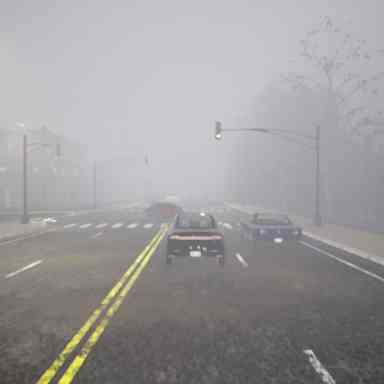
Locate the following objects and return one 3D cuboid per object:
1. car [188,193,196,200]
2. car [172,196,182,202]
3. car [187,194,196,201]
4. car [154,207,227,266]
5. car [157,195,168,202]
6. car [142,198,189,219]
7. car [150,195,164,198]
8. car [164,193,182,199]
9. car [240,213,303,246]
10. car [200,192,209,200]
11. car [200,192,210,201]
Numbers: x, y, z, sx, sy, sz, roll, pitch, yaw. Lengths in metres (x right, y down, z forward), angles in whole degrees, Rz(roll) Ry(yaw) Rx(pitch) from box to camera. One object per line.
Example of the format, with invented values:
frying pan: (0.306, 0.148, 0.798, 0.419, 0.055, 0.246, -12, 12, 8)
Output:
car: (-0.028, 1.156, 87.014, 1.882, 1.535, 5.008, 0, 0, 0)
car: (-3.272, 1.467, 73.650, 1.895, 1.301, 4.718, 0, 0, 0)
car: (-0.026, 1.335, 76.596, 1.882, 1.535, 5.008, 0, 0, 0)
car: (0.097, 1.473, 11.498, 2.128, 1.511, 4.902, 0, 0, 0)
car: (-6.524, 1.425, 73.163, 1.994, 1.385, 4.181, 0, 0, 0)
car: (-2.347, 1.483, 26.503, 1.812, 1.442, 4.674, 1, 0, -31)
car: (-6.567, 1.502, 57.795, 1.895, 1.301, 4.718, 0, 0, 0)
car: (-3.314, 1.121, 58.246, 2.150, 2.045, 5.566, 0, 0, 1)
car: (3.347, 1.577, 15.080, 1.895, 1.301, 4.718, 0, 0, 0)
car: (3.222, 0.903, 87.045, 2.150, 2.045, 5.566, 0, 0, 0)
car: (3.224, 1.397, 76.597, 2.033, 1.411, 5.357, 0, 0, 0)
